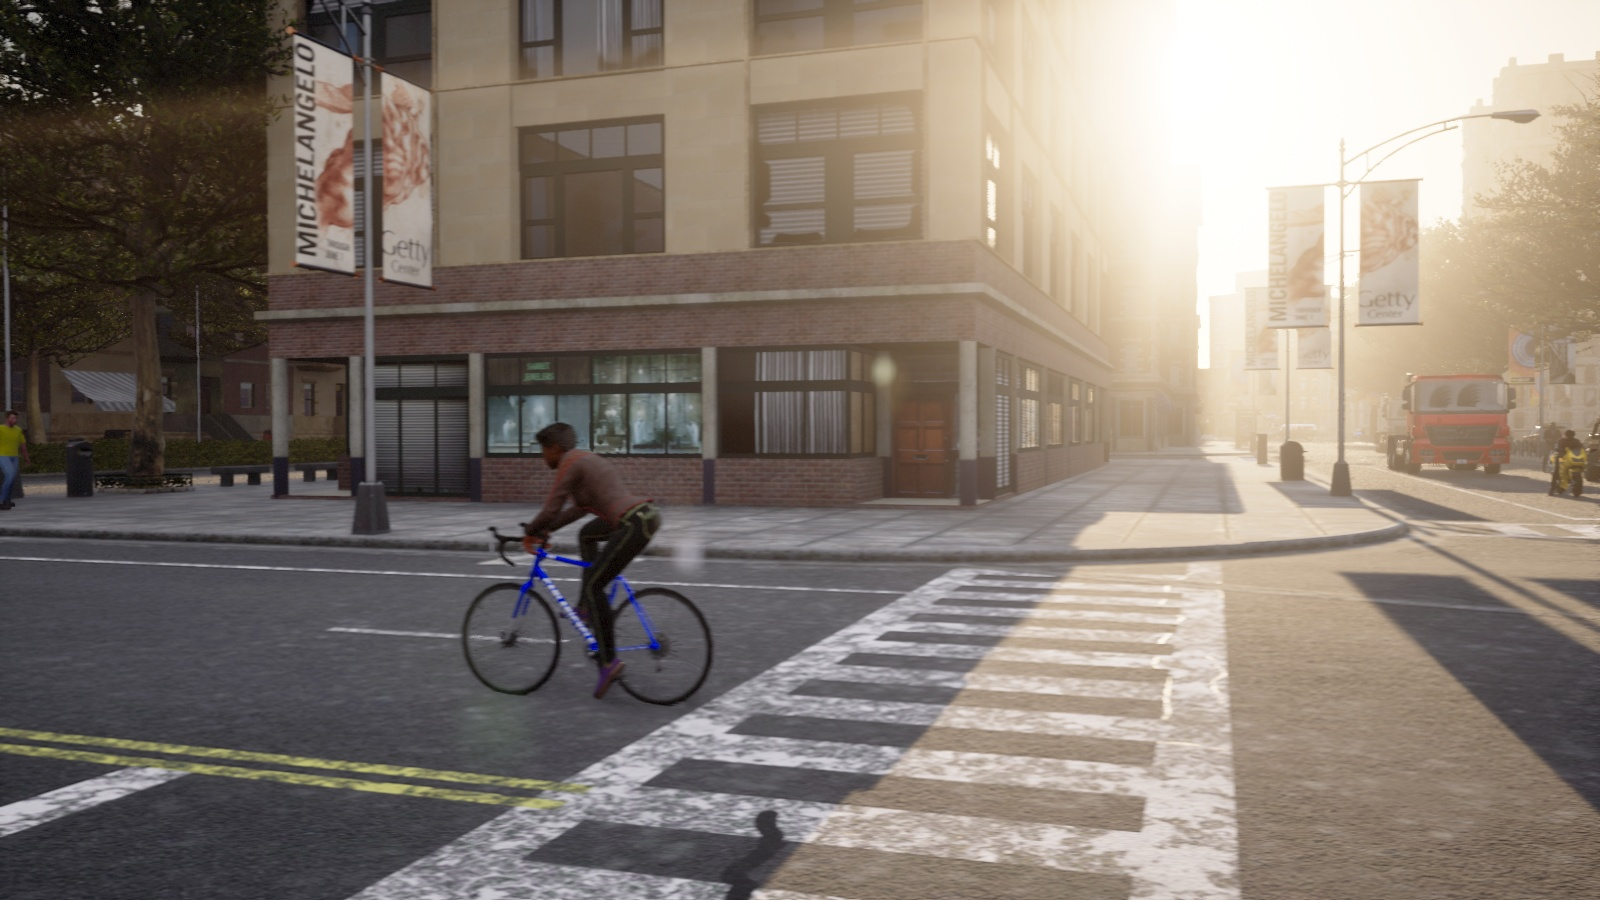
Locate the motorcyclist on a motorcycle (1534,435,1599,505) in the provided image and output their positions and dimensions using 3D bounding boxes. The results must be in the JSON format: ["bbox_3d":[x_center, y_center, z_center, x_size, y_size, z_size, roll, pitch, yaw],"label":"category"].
[{"bbox_3d":[17.325,0.420,28.440,0.797,1.523,2.044,1,1,18],"label":"motorcyclist on a motorcycle"}]

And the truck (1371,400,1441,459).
[{"bbox_3d":[37.353,-1.256,77.616,2.891,3.462,7.936,1,1,18],"label":"truck"}]

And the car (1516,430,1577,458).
[{"bbox_3d":[45.401,-0.380,76.491,2.242,1.667,4.611,1,1,18],"label":"car"}]

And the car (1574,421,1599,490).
[{"bbox_3d":[23.216,0.150,35.057,1.905,1.878,3.866,1,1,19],"label":"car"}]

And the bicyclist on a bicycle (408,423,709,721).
[{"bbox_3d":[-1.413,0.655,7.360,1.656,1.620,0.582,0,1,19],"label":"bicyclist on a bicycle"}]

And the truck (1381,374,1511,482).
[{"bbox_3d":[22.668,-0.782,44.502,2.891,3.462,7.936,1,1,18],"label":"truck"}]

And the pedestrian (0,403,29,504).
[{"bbox_3d":[-14.543,0.055,23.031,0.706,1.836,0.354,1,1,24],"label":"pedestrian"}]
